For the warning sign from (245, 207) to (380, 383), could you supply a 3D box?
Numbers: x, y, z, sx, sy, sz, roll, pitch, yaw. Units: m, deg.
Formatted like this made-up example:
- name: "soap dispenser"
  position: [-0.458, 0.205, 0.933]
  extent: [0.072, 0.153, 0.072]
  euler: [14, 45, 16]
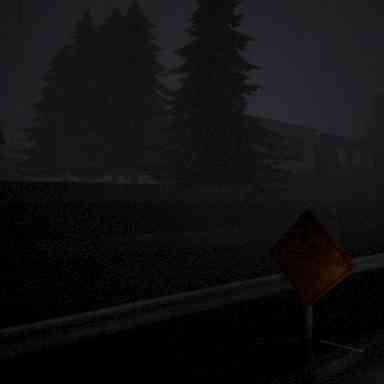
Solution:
- name: "warning sign"
  position: [1.565, 1.155, 4.434]
  extent: [1.060, 1.860, 1.300]
  euler: [1, 0, -36]
